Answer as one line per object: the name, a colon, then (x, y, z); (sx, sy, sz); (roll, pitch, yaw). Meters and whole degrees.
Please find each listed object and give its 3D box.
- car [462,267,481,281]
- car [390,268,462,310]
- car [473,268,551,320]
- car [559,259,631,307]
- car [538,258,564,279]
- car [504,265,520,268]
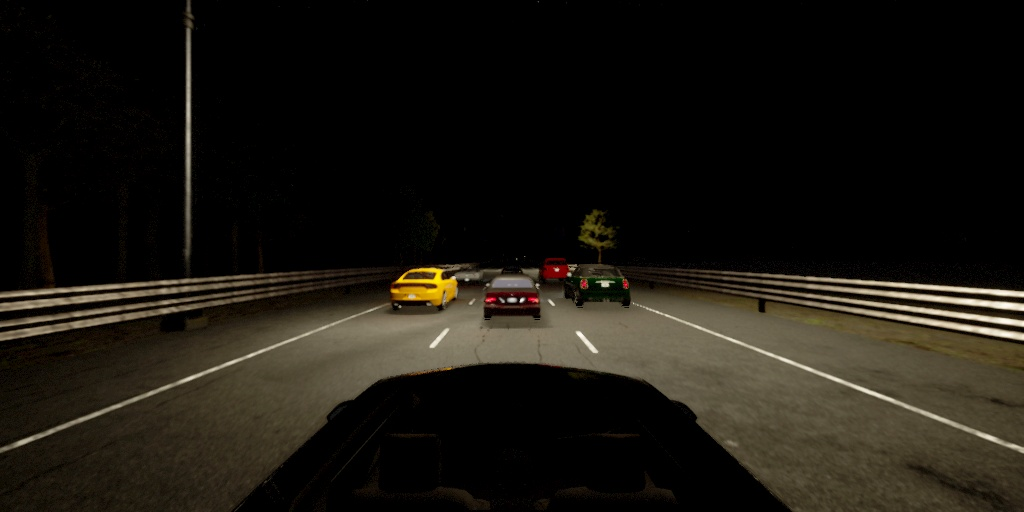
car: (-3.498, 1.601, 30.170); (1.895, 1.301, 4.718); (0, -1, 0)
car: (-3.466, 1.264, 14.884); (1.882, 1.535, 5.008); (0, -1, 0)
car: (0.022, 1.319, 12.731); (2.033, 1.411, 5.357); (0, 0, 0)
car: (3.535, 1.144, 15.677); (2.097, 1.767, 4.553); (0, 0, 0)
car: (3.503, 1.227, 30.479); (2.150, 2.045, 5.566); (0, -1, 0)
car: (0.007, 1.515, 31.612); (2.128, 1.511, 4.902); (0, -1, 0)
